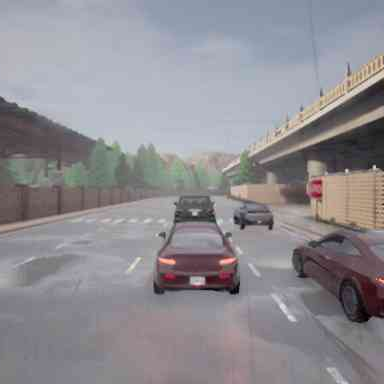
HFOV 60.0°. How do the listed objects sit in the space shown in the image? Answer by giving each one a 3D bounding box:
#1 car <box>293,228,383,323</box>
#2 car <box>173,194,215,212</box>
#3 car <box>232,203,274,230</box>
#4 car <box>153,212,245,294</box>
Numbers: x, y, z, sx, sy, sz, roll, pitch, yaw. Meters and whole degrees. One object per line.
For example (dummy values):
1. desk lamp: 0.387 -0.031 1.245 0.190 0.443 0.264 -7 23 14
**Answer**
1. car: 3.595 1.487 6.957 1.812 1.442 4.674 0 0 0
2. car: 0.116 1.119 18.769 2.150 2.045 5.566 0 0 -1
3. car: 3.611 1.381 20.190 2.128 1.511 4.902 0 0 0
4. car: 0.099 1.479 8.510 1.812 1.442 4.674 0 0 0
